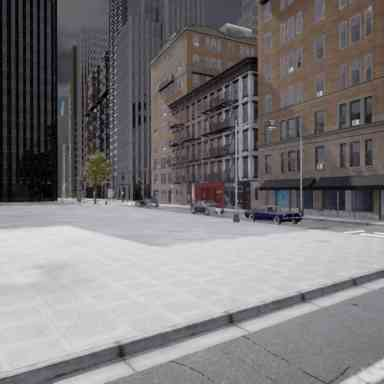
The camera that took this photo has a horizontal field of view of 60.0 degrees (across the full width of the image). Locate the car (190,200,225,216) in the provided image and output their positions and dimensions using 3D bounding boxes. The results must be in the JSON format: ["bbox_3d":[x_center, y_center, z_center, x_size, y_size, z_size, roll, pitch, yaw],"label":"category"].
[{"bbox_3d":[1.504,1.631,34.098,2.128,1.511,4.902,0,0,-26],"label":"car"}]

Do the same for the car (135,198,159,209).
[{"bbox_3d":[-6.504,1.738,50.429,2.128,1.511,4.902,0,0,-26],"label":"car"}]

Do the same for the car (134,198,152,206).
[{"bbox_3d":[-9.233,1.817,61.942,1.837,1.490,4.892,0,0,-27],"label":"car"}]

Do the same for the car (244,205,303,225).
[{"bbox_3d":[6.019,1.687,24.957,1.895,1.301,4.718,0,0,-26],"label":"car"}]
